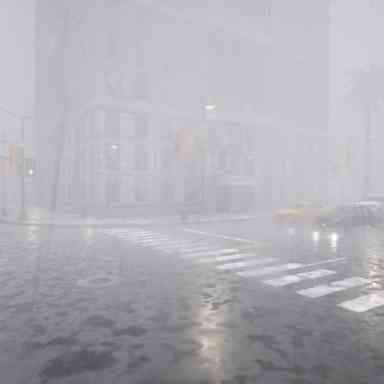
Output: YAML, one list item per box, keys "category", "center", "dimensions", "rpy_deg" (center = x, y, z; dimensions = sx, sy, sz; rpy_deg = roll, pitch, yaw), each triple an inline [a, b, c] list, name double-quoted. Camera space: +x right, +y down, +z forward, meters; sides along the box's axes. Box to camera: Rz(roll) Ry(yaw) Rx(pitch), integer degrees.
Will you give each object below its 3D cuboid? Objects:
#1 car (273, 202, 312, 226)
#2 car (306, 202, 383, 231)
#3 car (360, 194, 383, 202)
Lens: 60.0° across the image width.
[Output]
- category: "car"
  center: [7.993, 1.477, 23.840]
  dimensions: [5.008, 1.535, 1.882]
  rpy_deg: [0, 0, -34]
- category: "car"
  center: [9.922, 1.547, 20.924]
  dimensions: [5.357, 1.411, 2.033]
  rpy_deg: [0, 0, -34]
- category: "car"
  center: [16.471, 1.220, 29.472]
  dimensions: [5.566, 2.045, 2.150]
  rpy_deg: [0, 0, -33]
